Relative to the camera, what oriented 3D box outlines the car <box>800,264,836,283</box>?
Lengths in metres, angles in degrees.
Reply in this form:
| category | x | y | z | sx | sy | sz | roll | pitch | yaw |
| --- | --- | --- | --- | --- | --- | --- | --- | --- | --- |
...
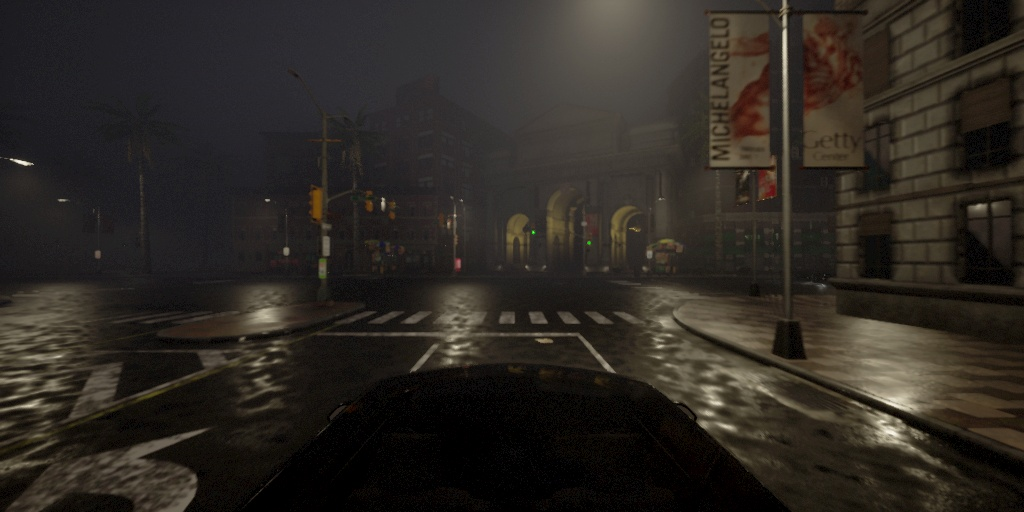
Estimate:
| category | x | y | z | sx | sy | sz | roll | pitch | yaw |
| --- | --- | --- | --- | --- | --- | --- | --- | --- | --- |
| car | 27.082 | 1.496 | 29.453 | 4.892 | 1.490 | 1.837 | 0 | -1 | 1 |

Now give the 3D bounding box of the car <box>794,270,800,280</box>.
| category | x | y | z | sx | sy | sz | roll | pitch | yaw |
| --- | --- | --- | --- | --- | --- | --- | --- | --- | --- |
| car | 28.816 | 1.499 | 32.923 | 5.008 | 1.535 | 1.882 | 0 | -1 | 1 |
